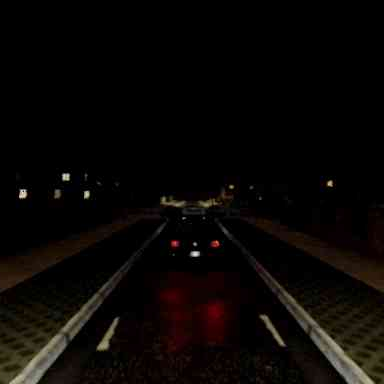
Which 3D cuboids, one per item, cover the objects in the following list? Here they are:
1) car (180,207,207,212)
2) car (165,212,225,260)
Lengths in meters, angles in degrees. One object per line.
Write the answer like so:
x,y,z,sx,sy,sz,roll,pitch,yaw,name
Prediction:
0.091,1.675,22.402,1.895,1.301,4.718,0,0,-1,car
0.102,1.639,12.508,1.895,1.301,4.718,0,0,0,car
